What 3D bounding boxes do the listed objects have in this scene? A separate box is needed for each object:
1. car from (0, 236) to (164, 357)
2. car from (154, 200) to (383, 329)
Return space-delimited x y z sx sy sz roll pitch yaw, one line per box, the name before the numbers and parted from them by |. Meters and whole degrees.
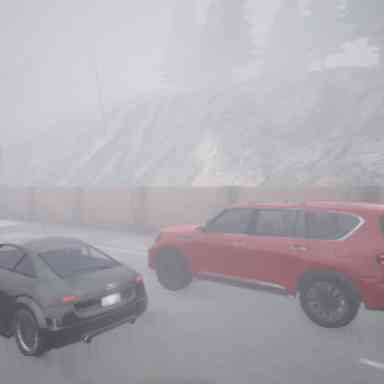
car | -2.797 1.506 5.999 4.181 1.385 1.994 1 1 36
car | 1.577 1.190 7.142 5.566 2.045 2.150 1 1 36
